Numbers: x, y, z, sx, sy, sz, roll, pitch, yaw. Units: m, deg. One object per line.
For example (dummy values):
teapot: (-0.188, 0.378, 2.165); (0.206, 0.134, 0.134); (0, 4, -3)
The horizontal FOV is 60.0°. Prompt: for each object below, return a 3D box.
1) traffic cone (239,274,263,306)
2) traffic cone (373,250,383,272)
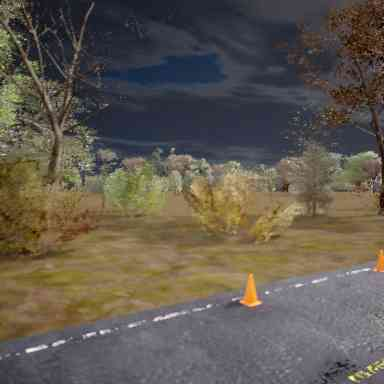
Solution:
traffic cone: (1.197, 1.953, 6.742); (0.340, 0.580, 0.340); (0, 0, -34)
traffic cone: (5.423, 1.963, 9.528); (0.340, 0.580, 0.340); (0, 0, -33)
